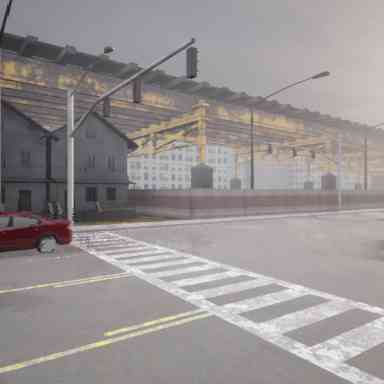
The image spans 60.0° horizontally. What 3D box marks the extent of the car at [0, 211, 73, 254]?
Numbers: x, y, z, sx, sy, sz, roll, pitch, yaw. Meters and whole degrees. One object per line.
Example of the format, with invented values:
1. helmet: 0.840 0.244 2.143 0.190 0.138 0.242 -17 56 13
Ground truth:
1. car: -6.921 1.477 11.953 5.008 1.535 1.882 0 0 -35
